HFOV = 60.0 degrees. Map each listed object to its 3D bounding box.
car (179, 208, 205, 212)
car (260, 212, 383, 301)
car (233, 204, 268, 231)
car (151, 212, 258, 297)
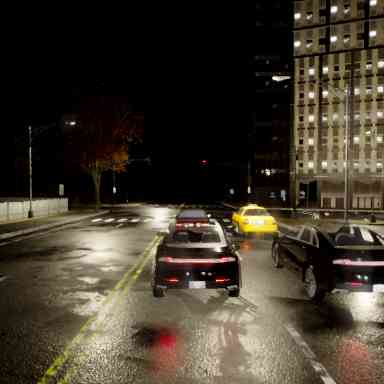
[{"bbox_3d":[0.002,1.544,17.549,2.033,1.411,5.357,0,0,0],"label":"car"},{"bbox_3d":[3.351,1.488,8.302,2.128,1.511,4.902,0,0,0],"label":"car"},{"bbox_3d":[3.323,1.453,18.569,1.801,1.575,5.366,0,0,0],"label":"car"},{"bbox_3d":[0.078,1.489,8.526,2.128,1.511,4.902,0,0,0],"label":"car"}]
